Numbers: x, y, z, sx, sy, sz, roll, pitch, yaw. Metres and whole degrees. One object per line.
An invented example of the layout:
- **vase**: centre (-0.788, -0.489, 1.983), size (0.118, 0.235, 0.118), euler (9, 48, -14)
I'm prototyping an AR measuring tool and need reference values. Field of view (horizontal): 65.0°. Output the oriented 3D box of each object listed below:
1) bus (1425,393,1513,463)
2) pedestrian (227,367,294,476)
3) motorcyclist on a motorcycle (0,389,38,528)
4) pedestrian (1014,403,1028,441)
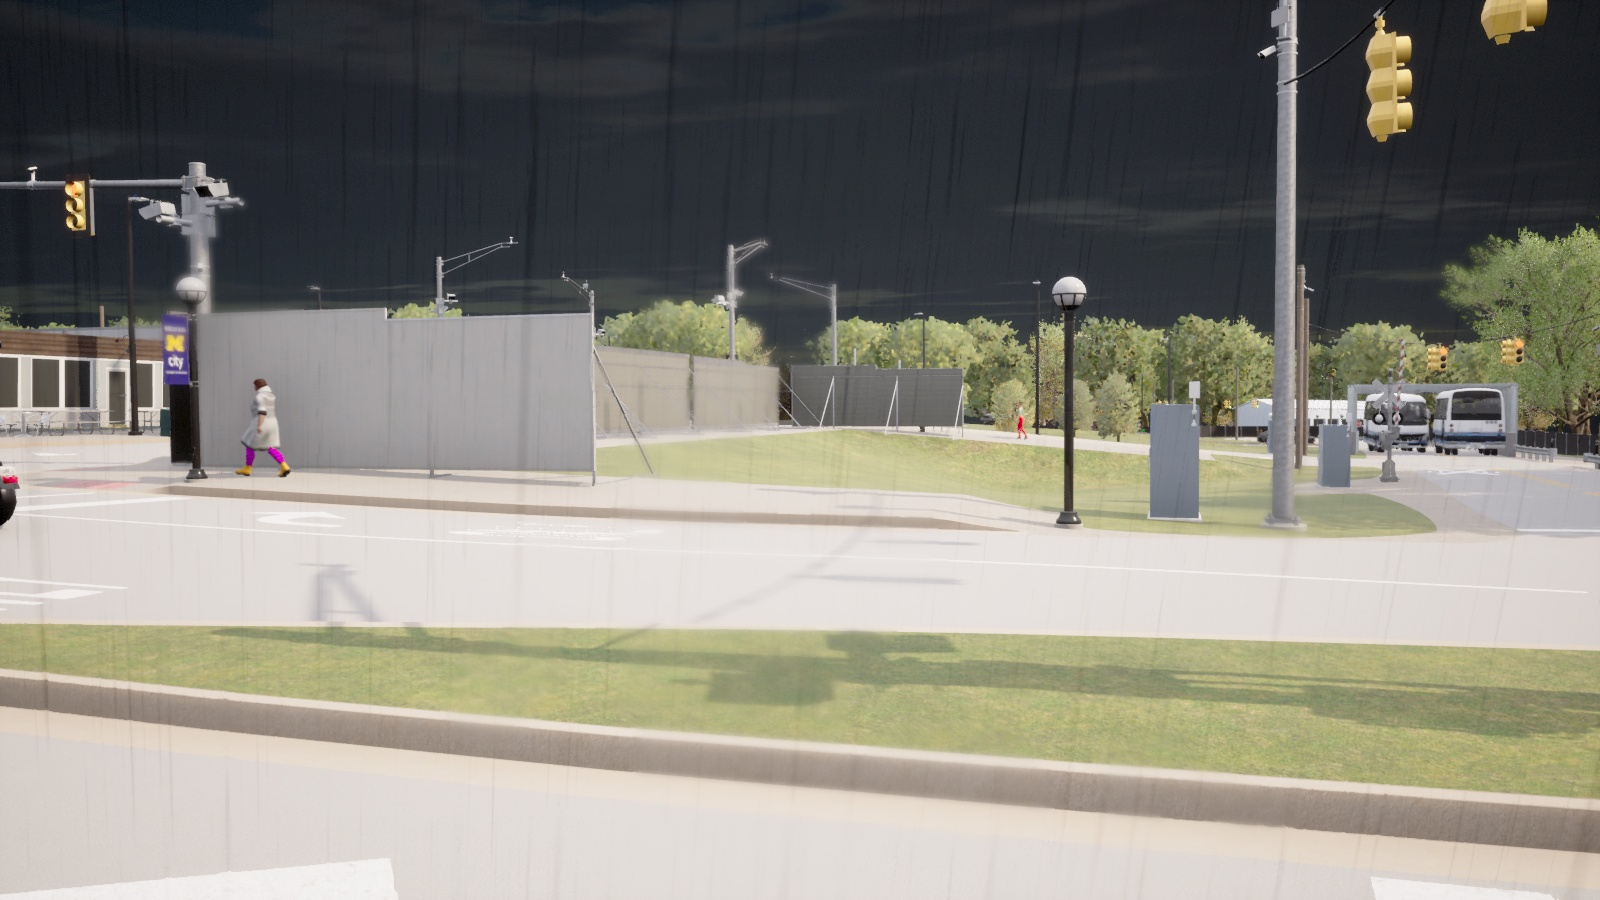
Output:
- **bus**: centre (43.824, -1.505, 82.626), size (3.944, 4.253, 10.273), euler (1, 2, 22)
- **pedestrian**: centre (-9.792, -0.520, 22.822), size (0.873, 1.952, 0.659), euler (0, 3, 8)
- **motorcyclist on a motorcycle**: centre (-10.607, 0.053, 15.366), size (2.350, 1.649, 0.766), euler (2, 2, 15)
- **pedestrian**: centre (10.627, -1.365, 60.487), size (0.594, 1.836, 0.345), euler (1, 3, 20)
